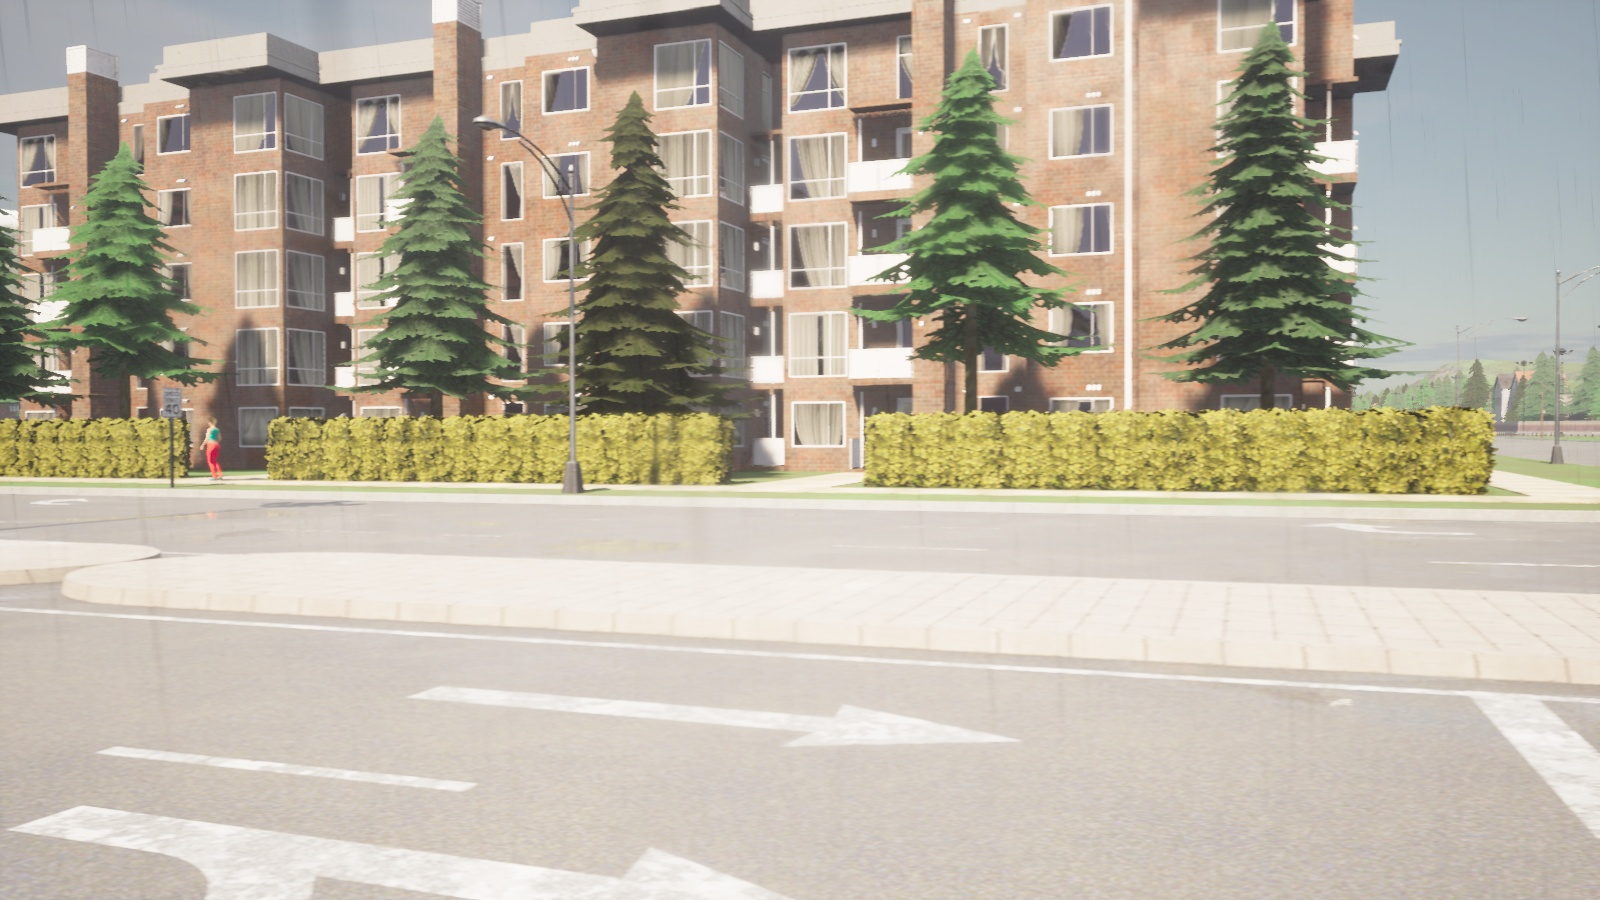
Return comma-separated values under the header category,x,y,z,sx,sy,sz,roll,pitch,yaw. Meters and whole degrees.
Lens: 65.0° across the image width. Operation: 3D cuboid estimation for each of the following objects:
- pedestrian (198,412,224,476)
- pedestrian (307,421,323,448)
category,x,y,z,sx,sy,sz,roll,pitch,yaw
pedestrian,-16.854,-0.174,35.920,0.594,1.836,0.345,1,1,20
pedestrian,-33.878,-1.077,87.709,0.563,1.883,0.849,1,1,21
